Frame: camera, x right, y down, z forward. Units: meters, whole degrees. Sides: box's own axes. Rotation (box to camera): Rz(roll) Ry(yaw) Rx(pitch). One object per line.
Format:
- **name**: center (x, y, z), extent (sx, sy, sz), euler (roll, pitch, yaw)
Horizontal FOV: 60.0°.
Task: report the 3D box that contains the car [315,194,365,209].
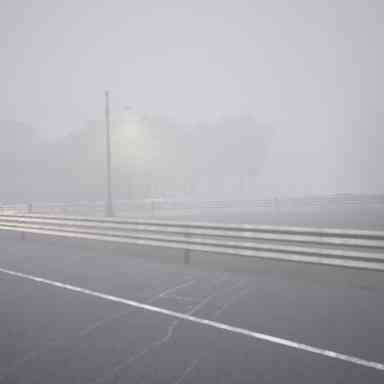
- **car**: center (14.836, 0.952, 33.384), extent (4.892, 1.490, 1.837), euler (-2, -1, -6)
